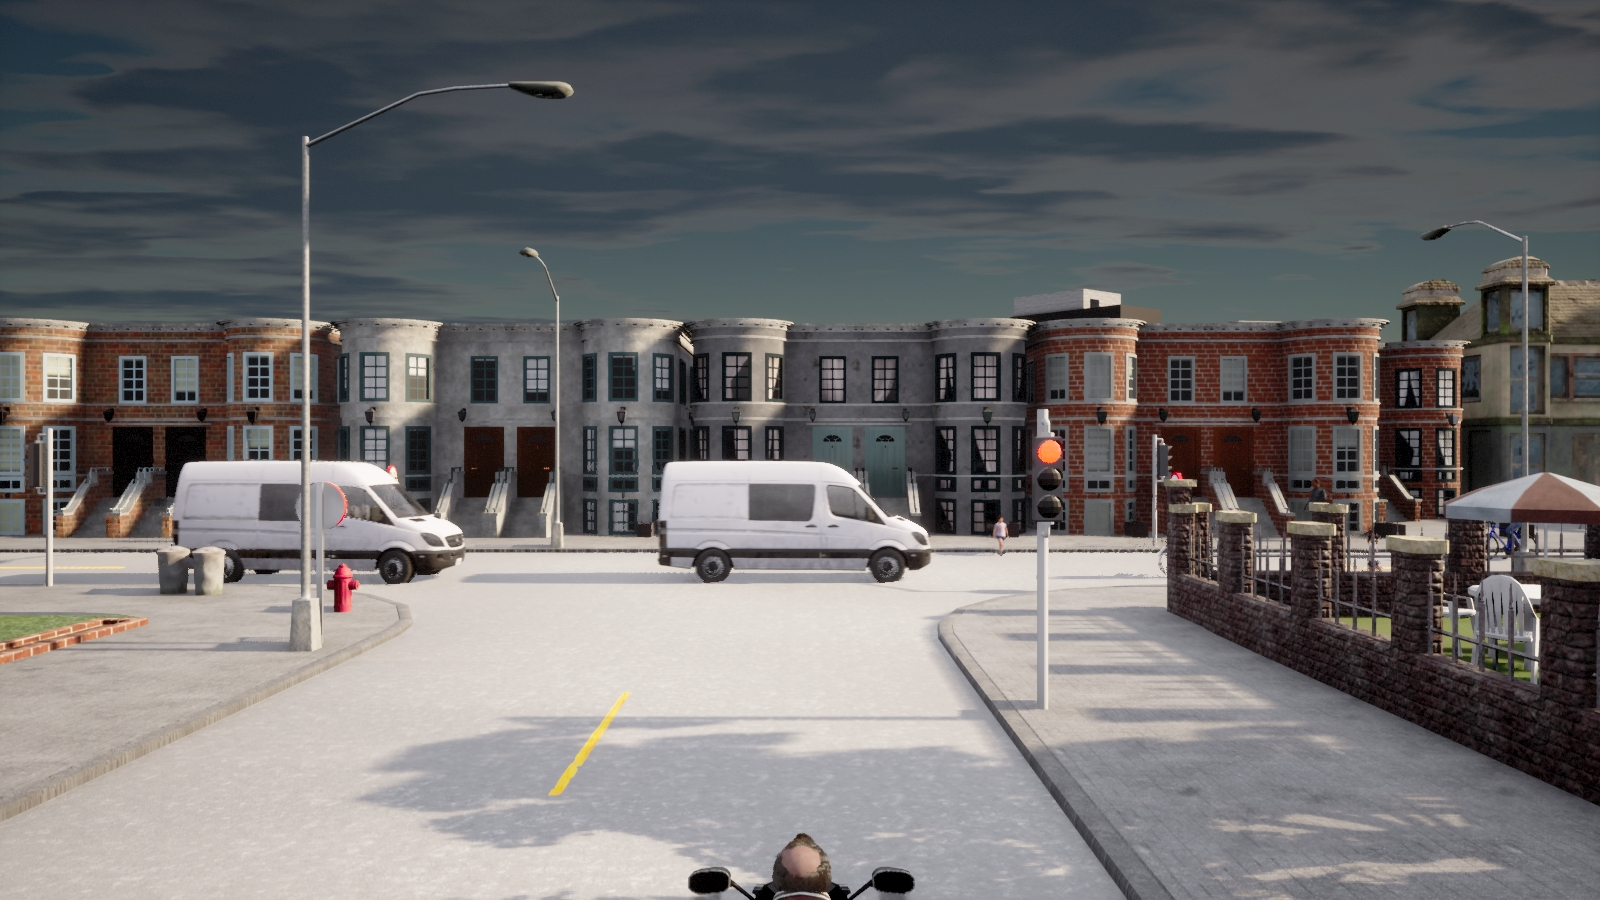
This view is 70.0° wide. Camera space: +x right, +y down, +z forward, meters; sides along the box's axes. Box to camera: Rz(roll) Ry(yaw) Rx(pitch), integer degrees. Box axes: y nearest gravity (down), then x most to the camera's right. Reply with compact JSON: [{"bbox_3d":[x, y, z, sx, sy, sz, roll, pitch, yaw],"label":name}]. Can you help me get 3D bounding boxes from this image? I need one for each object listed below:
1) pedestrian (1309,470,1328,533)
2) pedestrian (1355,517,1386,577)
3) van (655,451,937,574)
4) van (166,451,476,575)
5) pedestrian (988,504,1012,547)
[{"bbox_3d":[15.334,1.512,33.809,0.375,1.860,0.375,0,0,-2],"label":"pedestrian"},{"bbox_3d":[11.136,1.887,22.311,0.500,1.100,0.500,0,0,22],"label":"pedestrian"},{"bbox_3d":[-0.086,1.305,24.918,5.915,2.561,1.988,0,0,0],"label":"van"},{"bbox_3d":[-10.247,1.305,24.714,5.915,2.561,1.988,0,0,3],"label":"van"},{"bbox_3d":[5.272,1.996,30.128,0.500,1.100,0.500,0,0,-8],"label":"pedestrian"}]
